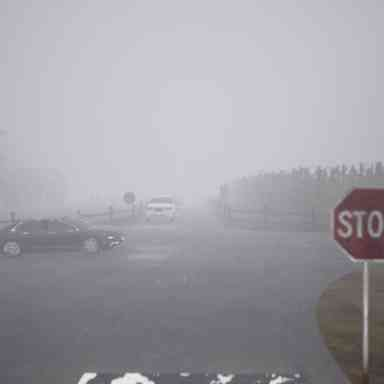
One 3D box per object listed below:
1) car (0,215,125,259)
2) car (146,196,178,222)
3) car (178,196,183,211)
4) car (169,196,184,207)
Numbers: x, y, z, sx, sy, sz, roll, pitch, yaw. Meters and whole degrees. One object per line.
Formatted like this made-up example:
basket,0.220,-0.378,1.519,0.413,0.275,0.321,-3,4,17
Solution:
car,-5.112,1.676,12.900,4.892,1.490,1.837,-3,0,1
car,-2.569,1.331,28.150,2.150,2.045,5.566,0,0,-1
car,-2.525,1.588,39.461,2.033,1.411,5.357,0,1,1
car,-2.408,1.404,52.214,2.033,1.411,5.357,0,1,1
